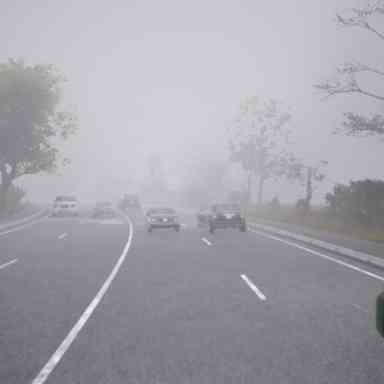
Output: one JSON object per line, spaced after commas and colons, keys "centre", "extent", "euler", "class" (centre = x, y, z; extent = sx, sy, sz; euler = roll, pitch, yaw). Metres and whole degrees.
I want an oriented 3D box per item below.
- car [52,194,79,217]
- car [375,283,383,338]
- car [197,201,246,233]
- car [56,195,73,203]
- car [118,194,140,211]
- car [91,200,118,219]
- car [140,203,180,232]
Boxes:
{"centre": [-12.435, 1.273, 32.851], "extent": [2.150, 2.045, 5.566], "euler": [0, 0, -18], "class": "car"}
{"centre": [3.481, 1.211, 1.930], "extent": [2.150, 2.045, 5.566], "euler": [0, 0, -1], "class": "car"}
{"centre": [1.632, 1.366, 20.009], "extent": [2.097, 1.767, 4.553], "euler": [0, 0, -10], "class": "car"}
{"centre": [-25.715, 1.362, 66.958], "extent": [1.837, 1.490, 4.892], "euler": [0, 0, -36], "class": "car"}
{"centre": [-7.924, 1.278, 41.618], "extent": [2.150, 2.045, 5.566], "euler": [0, 0, -21], "class": "car"}
{"centre": [-8.072, 1.549, 30.357], "extent": [1.837, 1.490, 4.892], "euler": [0, 0, -16], "class": "car"}
{"centre": [-1.916, 1.570, 20.432], "extent": [2.033, 1.411, 5.357], "euler": [0, 0, -11], "class": "car"}
